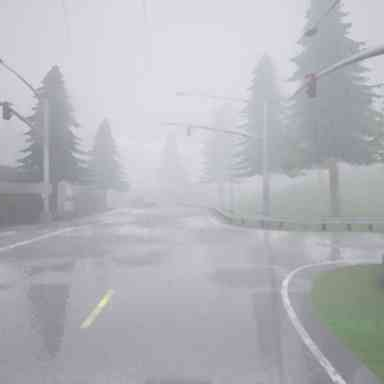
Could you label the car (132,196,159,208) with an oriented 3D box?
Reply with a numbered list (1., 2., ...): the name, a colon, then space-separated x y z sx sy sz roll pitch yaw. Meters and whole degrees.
1. car: -6.338 1.361 45.256 1.882 1.535 5.008 1 -1 -39
